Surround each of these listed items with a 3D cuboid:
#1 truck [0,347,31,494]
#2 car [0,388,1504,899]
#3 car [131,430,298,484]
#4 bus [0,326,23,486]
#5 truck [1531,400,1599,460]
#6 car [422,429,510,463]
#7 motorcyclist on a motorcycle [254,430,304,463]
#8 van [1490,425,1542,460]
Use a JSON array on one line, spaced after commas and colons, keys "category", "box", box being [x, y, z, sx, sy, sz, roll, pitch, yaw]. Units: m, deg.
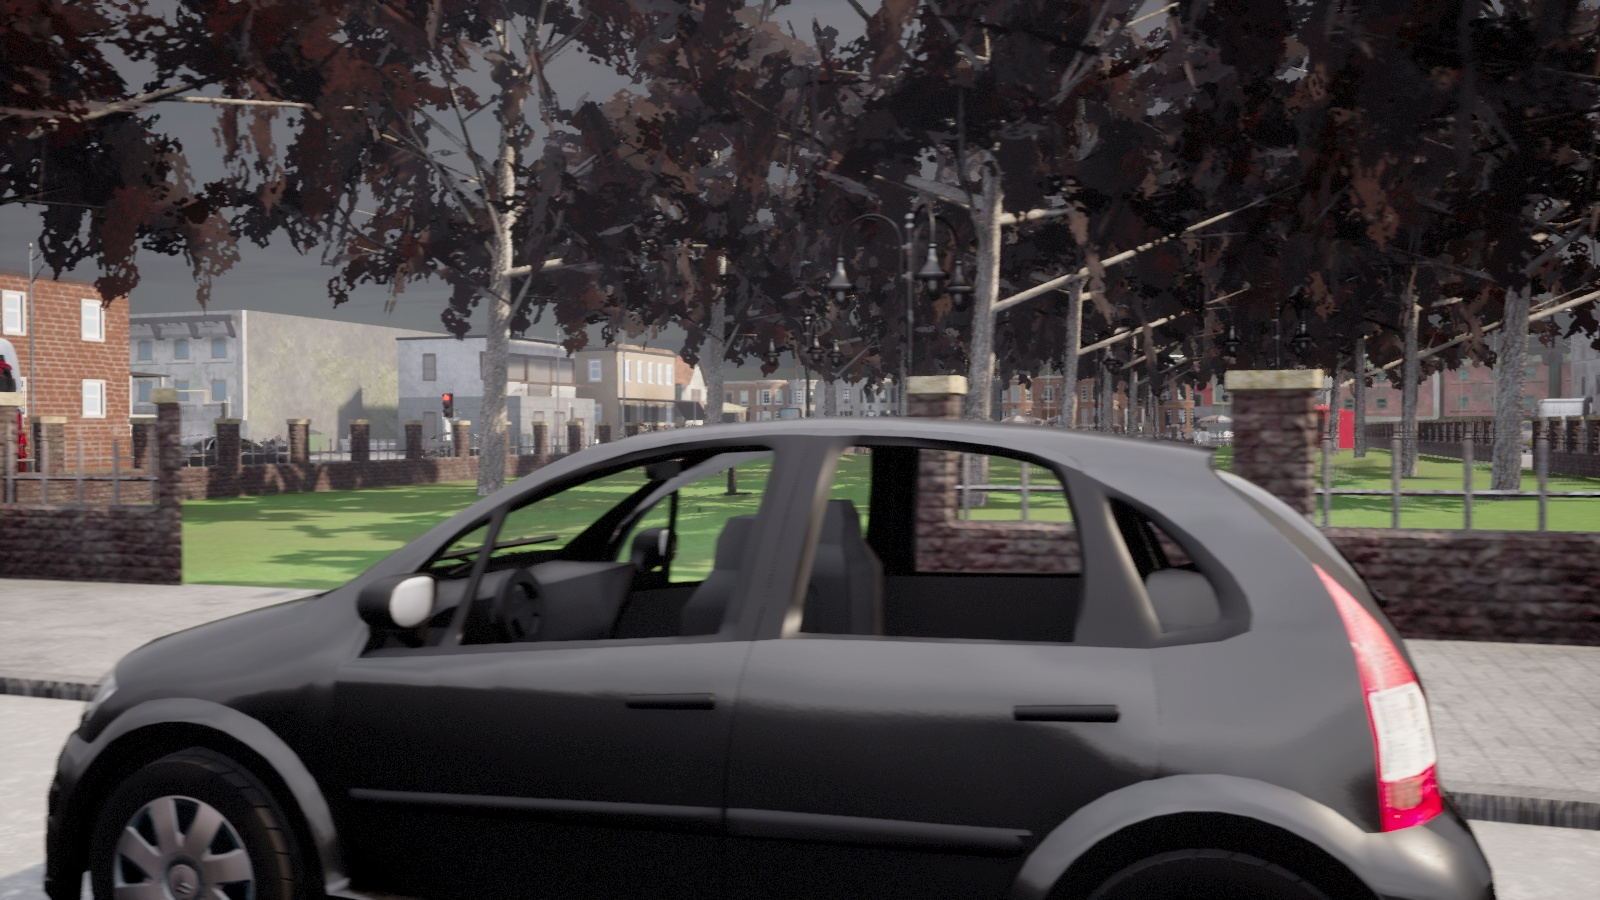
[{"category": "truck", "box": [-21.105, -0.666, 27.059, 2.891, 3.462, 7.936, 0, 1, 15]}, {"category": "car", "box": [-0.301, 0.662, 3.862, 3.988, 1.617, 1.851, 0, 1, 17]}, {"category": "car", "box": [-17.571, 0.159, 37.998, 1.837, 1.490, 4.892, 0, 1, 16]}, {"category": "bus", "box": [-24.608, -1.118, 29.835, 3.944, 4.253, 10.273, 1, 1, 19]}, {"category": "truck", "box": [47.285, -1.207, 76.784, 2.891, 3.462, 7.936, 1, 1, 18]}, {"category": "car", "box": [-15.434, -0.183, 58.233, 3.705, 1.549, 1.789, 0, 1, -6]}, {"category": "motorcyclist on a motorcycle", "box": [-24.807, -0.186, 59.814, 2.191, 1.530, 0.866, 1, 1, 19]}, {"category": "van", "box": [42.133, -0.447, 73.992, 1.775, 1.987, 4.442, 1, 1, 18]}]
